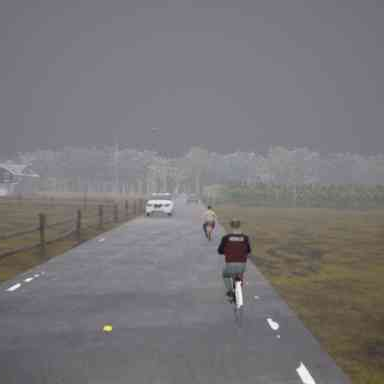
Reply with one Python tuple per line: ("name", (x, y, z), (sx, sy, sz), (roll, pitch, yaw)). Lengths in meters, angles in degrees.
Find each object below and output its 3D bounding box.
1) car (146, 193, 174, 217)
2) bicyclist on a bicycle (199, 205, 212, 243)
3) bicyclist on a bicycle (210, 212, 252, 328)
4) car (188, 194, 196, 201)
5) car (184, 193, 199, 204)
("car", (-2.848, 1.121, 30.410), (2.150, 2.045, 5.566), (0, 0, 0))
("bicyclist on a bicycle", (0.761, 1.389, 14.629), (0.866, 1.612, 1.509), (0, -1, 0))
("bicyclist on a bicycle", (0.761, 1.350, 6.064), (0.659, 1.776, 1.843), (0, 0, 0))
("car", (0.007, 1.193, 73.967), (1.837, 1.490, 4.892), (0, 0, 0))
("car", (0.108, 1.258, 58.680), (2.128, 1.511, 4.902), (0, 0, 0))
